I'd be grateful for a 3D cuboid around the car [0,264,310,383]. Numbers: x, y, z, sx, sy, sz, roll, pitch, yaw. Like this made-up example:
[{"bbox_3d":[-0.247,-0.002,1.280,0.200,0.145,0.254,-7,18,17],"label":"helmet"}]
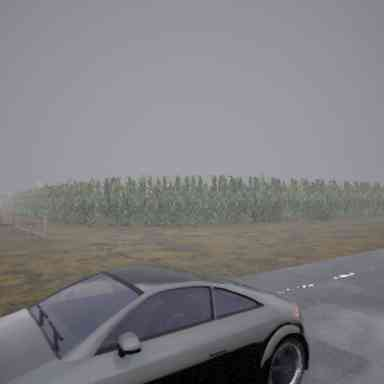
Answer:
[{"bbox_3d":[-0.663,1.565,3.523,4.181,1.385,1.994,0,0,-36],"label":"car"}]
